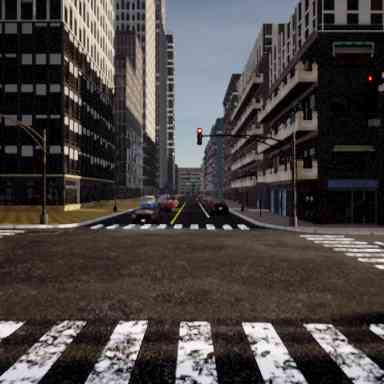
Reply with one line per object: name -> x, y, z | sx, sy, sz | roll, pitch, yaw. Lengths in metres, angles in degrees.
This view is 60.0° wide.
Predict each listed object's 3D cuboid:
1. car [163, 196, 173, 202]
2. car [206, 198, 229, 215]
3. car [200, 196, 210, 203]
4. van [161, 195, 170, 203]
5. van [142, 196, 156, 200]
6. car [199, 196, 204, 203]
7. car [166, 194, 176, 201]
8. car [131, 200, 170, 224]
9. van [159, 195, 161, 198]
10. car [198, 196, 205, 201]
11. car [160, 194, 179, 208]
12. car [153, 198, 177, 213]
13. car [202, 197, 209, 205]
car -> -5.646, 1.692, 77.706 | 2.008, 1.369, 4.403 | 0, 0, 0
car -> 2.708, 1.623, 33.809 | 1.947, 1.339, 4.313 | 0, 0, 0
car -> 2.730, 1.674, 72.046 | 1.887, 1.381, 4.507 | 0, 0, 0
van -> -5.651, 1.470, 72.052 | 1.690, 1.788, 3.998 | 0, 0, 0
van -> -5.667, 1.416, 43.780 | 1.690, 1.788, 3.998 | 0, 0, 0
car -> 2.724, 1.658, 60.739 | 2.008, 1.369, 4.403 | 0, 0, 0
car -> -5.640, 1.479, 89.015 | 2.192, 1.841, 5.009 | 0, 0, 0
car -> -3.233, 1.590, 25.581 | 2.033, 1.411, 5.357 | 0, 0, 3
van -> -5.654, 1.459, 66.397 | 1.690, 1.788, 3.998 | 0, 0, 0
car -> 2.744, 1.742, 94.664 | 1.947, 1.339, 4.313 | 0, 0, 0
car -> -3.062, 1.436, 49.105 | 2.097, 1.767, 4.553 | 0, 0, 0
car -> -3.075, 1.665, 37.630 | 1.895, 1.301, 4.718 | 0, 0, 0
car -> 2.713, 1.620, 43.776 | 1.887, 1.381, 4.507 | 0, 0, 0
